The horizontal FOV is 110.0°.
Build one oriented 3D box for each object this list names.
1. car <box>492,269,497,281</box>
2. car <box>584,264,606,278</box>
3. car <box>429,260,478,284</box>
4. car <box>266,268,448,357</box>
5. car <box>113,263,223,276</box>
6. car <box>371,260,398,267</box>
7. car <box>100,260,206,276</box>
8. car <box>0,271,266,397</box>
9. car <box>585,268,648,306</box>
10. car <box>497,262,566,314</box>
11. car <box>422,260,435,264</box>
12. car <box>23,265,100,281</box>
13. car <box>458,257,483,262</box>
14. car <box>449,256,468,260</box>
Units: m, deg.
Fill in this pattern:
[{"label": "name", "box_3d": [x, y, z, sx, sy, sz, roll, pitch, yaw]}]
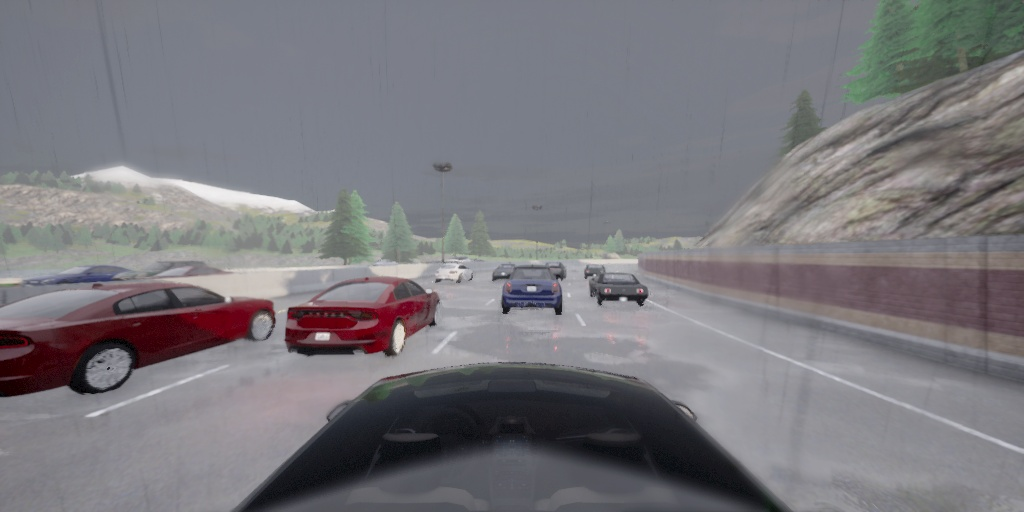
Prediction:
[{"label": "car", "box_3d": [-0.260, 1.334, 29.575, 1.994, 1.385, 4.181, 0, 0, 12]}, {"label": "car", "box_3d": [7.777, 1.398, 33.343, 1.895, 1.301, 4.718, 0, 0, 14]}, {"label": "car", "box_3d": [-4.323, 1.282, 27.153, 1.812, 1.442, 4.674, 0, 0, 11]}, {"label": "car", "box_3d": [-3.103, 1.223, 8.581, 1.882, 1.535, 5.008, 0, 0, 3]}, {"label": "car", "box_3d": [-16.503, 1.238, 18.201, 1.812, 1.442, 4.674, 0, 0, 7]}, {"label": "car", "box_3d": [-19.086, 1.257, 53.809, 1.812, 1.442, 4.674, 0, 0, 19]}, {"label": "car", "box_3d": [-19.715, 1.056, 20.546, 2.097, 1.767, 4.553, 0, 0, 8]}, {"label": "car", "box_3d": [-6.700, 1.211, 6.651, 1.882, 1.535, 5.008, 0, 0, 2]}, {"label": "car", "box_3d": [4.537, 1.375, 15.989, 1.895, 1.301, 4.718, 0, 0, 7]}, {"label": "car", "box_3d": [0.843, 1.113, 14.034, 2.097, 1.767, 4.553, 0, 0, 5]}, {"label": "car", "box_3d": [-13.208, 1.317, 59.575, 1.994, 1.385, 4.181, 0, 0, 22]}, {"label": "car", "box_3d": [-23.350, 1.219, 19.813, 1.812, 1.442, 4.674, 0, 0, 7]}, {"label": "car", "box_3d": [-6.191, 1.265, 58.304, 2.128, 1.511, 4.902, 0, 0, 22]}, {"label": "car", "box_3d": [-9.098, 0.989, 60.418, 2.150, 2.045, 5.566, 0, 0, 23]}]
